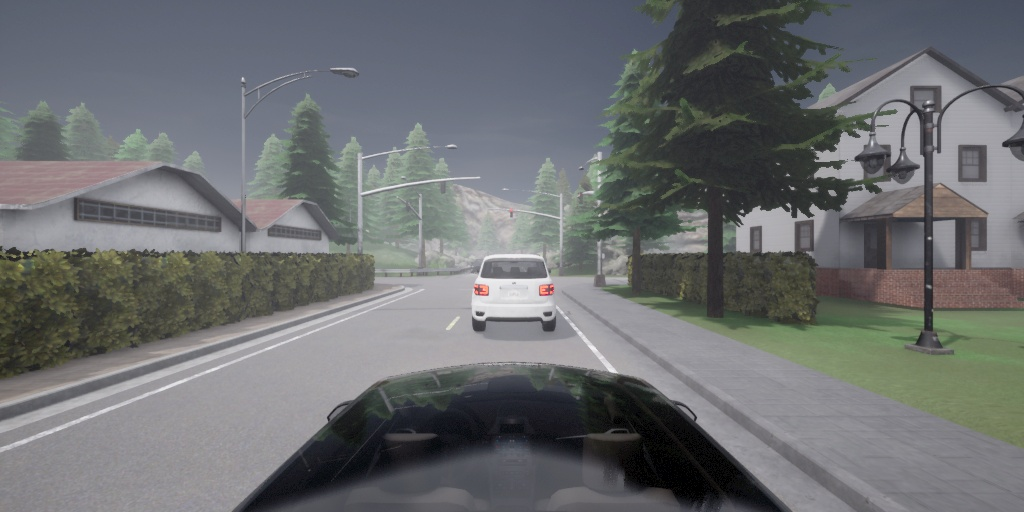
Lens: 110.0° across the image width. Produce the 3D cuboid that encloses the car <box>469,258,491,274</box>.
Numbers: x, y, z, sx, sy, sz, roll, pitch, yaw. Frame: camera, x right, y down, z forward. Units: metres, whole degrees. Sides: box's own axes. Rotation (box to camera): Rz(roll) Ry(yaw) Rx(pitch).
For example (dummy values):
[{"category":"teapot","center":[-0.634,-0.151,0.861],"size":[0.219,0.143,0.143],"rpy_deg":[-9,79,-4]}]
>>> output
[{"category":"car","center":[-3.594,1.102,41.242],"size":[2.097,1.767,4.553],"rpy_deg":[0,0,0]}]

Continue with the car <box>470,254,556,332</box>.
[{"category":"car","center":[0.064,0.971,11.048],"size":[2.150,2.045,5.566],"rpy_deg":[0,0,0]}]

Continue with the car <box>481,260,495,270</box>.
[{"category":"car","center":[-3.589,1.275,54.036],"size":[1.812,1.442,4.674],"rpy_deg":[0,0,0]}]
